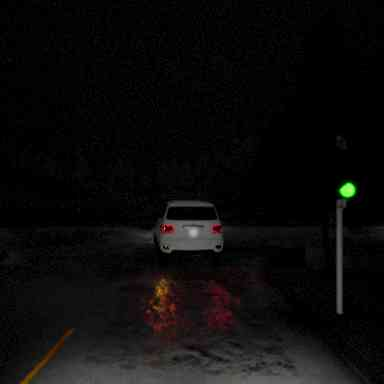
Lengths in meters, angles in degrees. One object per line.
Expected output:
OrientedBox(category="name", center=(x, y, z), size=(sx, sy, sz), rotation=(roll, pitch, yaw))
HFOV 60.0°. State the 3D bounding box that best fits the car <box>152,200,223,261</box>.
OrientedBox(category="car", center=(-0.310, 1.319, 12.851), size=(2.150, 2.045, 5.566), rotation=(1, 0, -8))
